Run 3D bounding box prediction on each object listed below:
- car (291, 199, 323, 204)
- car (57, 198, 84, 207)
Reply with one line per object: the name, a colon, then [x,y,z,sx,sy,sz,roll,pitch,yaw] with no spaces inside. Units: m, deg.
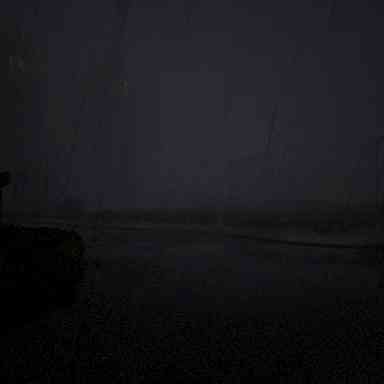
car: [17.176,1.755,50.274,2.033,1.411,5.357,0,0,-35]
car: [-13.868,1.533,37.970,2.242,1.667,4.611,0,0,-36]
